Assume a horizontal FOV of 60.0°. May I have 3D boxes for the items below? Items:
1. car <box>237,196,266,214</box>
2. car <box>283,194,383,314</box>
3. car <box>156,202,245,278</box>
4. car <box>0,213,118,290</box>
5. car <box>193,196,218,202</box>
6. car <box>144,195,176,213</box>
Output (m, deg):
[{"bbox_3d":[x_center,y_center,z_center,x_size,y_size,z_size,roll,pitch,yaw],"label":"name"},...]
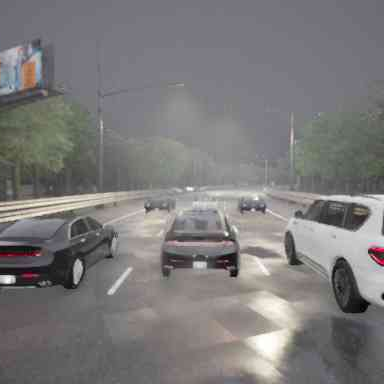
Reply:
[{"bbox_3d":[4.574,0.941,26.143,1.895,1.301,4.718,0,1,4],"label":"car"},{"bbox_3d":[3.690,1.036,7.298,2.150,2.045,5.566,0,2,1],"label":"car"},{"bbox_3d":[0.246,1.251,9.347,2.128,1.511,4.902,0,1,2],"label":"car"},{"bbox_3d":[-3.286,1.285,8.493,1.837,1.490,4.892,0,1,2],"label":"car"},{"bbox_3d":[1.074,0.935,26.295,1.895,1.301,4.718,0,1,4],"label":"car"},{"bbox_3d":[-2.419,0.928,26.504,1.895,1.301,4.718,0,1,4],"label":"car"}]
